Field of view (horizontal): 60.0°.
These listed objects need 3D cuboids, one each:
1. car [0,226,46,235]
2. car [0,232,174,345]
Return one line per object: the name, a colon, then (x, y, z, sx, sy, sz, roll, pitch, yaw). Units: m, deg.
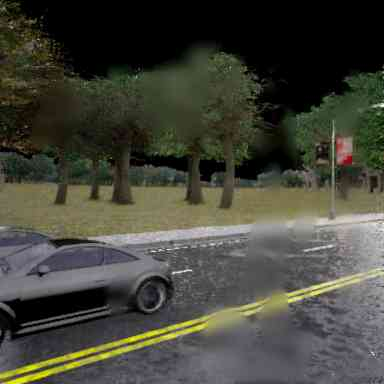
car: (-4.842, 1.562, 8.214, 4.181, 1.385, 1.994, 0, 0, -36)
car: (-2.405, 1.561, 5.961, 4.181, 1.385, 1.994, 0, 0, -35)
